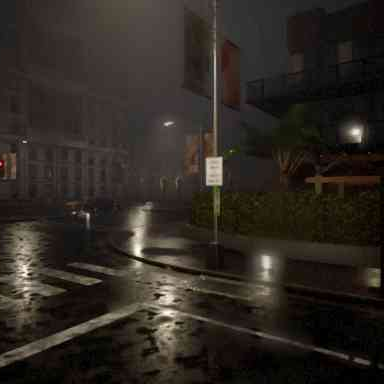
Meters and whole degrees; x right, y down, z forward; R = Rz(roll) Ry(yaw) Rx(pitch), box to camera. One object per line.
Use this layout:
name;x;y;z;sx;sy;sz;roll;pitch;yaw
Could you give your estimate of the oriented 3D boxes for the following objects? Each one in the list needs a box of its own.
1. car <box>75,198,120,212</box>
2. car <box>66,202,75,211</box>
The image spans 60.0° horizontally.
car;-10.527;1.505;38.309;1.837;1.490;4.892;0;0;36
car;-13.024;1.477;40.851;1.882;1.535;5.008;0;0;35
